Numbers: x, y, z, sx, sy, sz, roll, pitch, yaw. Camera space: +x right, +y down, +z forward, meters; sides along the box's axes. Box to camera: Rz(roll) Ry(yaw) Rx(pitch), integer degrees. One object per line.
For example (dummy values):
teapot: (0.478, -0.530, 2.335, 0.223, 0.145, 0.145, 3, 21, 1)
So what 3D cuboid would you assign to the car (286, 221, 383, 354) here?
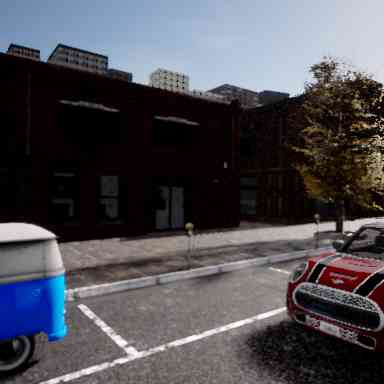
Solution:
car: (3.797, 1.345, 6.025, 4.553, 1.767, 2.097, 0, 0, -35)

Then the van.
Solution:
van: (-3.596, 1.343, 3.972, 3.998, 1.788, 1.690, 0, 1, -35)
